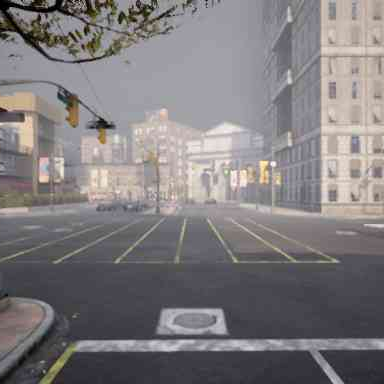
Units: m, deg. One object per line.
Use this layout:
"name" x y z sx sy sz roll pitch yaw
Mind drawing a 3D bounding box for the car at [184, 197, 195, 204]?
"car" -0.493 1.872 71.919 2.128 1.511 4.902 0 0 -9

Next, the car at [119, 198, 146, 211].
"car" -8.085 1.829 45.641 2.128 1.511 4.902 0 0 0

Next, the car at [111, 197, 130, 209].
"car" -11.603 1.754 54.340 2.097 1.767 4.553 0 0 0

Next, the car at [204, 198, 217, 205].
"car" 4.077 1.996 71.953 1.994 1.385 4.181 0 0 20

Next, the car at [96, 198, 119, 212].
"car" -11.582 1.861 45.323 1.812 1.442 4.674 0 0 0

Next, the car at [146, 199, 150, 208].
"car" -8.104 1.911 55.017 1.837 1.490 4.892 0 0 0
